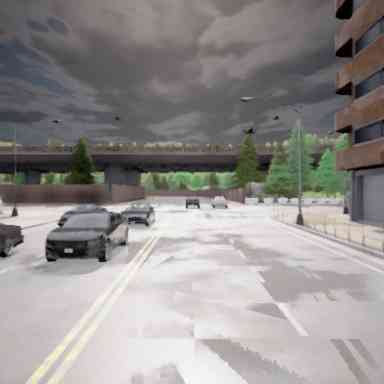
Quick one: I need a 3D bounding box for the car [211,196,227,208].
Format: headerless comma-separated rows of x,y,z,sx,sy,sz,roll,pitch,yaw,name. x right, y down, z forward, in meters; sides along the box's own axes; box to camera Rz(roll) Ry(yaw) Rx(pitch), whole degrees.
3.597,1.308,44.190,1.812,1.442,4.674,0,0,0,car

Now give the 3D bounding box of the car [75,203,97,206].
-7.000,1.459,22.239,2.033,1.411,5.357,0,0,0,car

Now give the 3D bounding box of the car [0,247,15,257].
-3.599,1.539,2.118,2.033,1.411,5.357,0,0,0,car

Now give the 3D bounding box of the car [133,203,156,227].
-3.500,1.458,22.243,2.033,1.411,5.357,0,0,0,car

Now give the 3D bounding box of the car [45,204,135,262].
-3.581,1.428,12.152,1.882,1.535,5.008,0,0,0,car

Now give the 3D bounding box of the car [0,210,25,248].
-7.089,1.507,9.946,2.033,1.411,5.357,0,0,0,car

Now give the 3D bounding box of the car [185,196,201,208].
0.097,1.289,44.644,1.837,1.490,4.892,0,0,0,car
